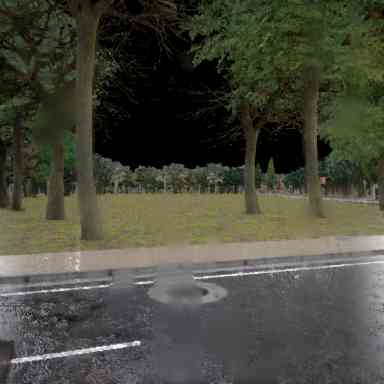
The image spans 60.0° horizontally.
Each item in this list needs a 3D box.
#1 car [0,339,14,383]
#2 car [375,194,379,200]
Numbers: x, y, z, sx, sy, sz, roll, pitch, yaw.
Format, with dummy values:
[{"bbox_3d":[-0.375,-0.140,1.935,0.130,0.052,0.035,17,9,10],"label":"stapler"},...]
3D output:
[{"bbox_3d":[-4.249,1.548,2.169,5.357,1.411,2.033,0,0,-19],"label":"car"},{"bbox_3d":[45.225,1.254,80.036,1.994,1.385,4.181,0,0,5],"label":"car"}]
